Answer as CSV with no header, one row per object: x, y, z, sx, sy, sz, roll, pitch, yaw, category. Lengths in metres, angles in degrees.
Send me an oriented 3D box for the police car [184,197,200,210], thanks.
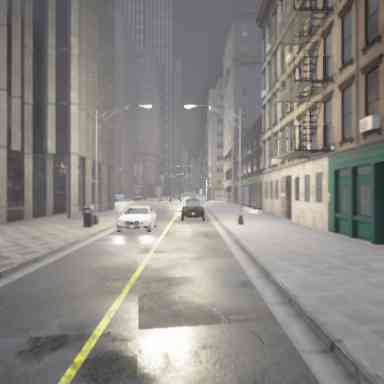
0.030,1.480,44.190,2.038,1.542,4.974,0,0,1,police car

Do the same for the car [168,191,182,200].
-3.023,0.858,60.582,2.150,2.045,5.566,0,0,0,car

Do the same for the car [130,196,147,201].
-14.026,1.696,86.736,4.507,1.381,1.887,-1,0,0,car

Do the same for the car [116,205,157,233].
-3.105,1.513,19.500,1.812,1.442,4.674,0,0,0,car

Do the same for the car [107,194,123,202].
-19.669,1.494,78.226,5.009,1.841,2.192,-1,0,0,car

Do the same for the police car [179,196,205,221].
0.089,1.408,27.483,1.930,1.638,5.238,0,0,0,police car
